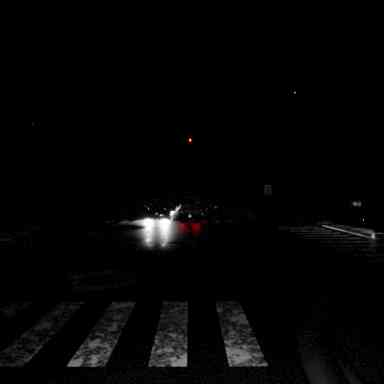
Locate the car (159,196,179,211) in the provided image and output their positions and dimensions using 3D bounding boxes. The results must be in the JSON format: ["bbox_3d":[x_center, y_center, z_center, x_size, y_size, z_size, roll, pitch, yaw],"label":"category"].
[{"bbox_3d":[-3.066,1.612,41.944,1.994,1.385,4.181,0,0,1],"label":"car"}]

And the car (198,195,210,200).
[{"bbox_3d":[2.449,1.634,52.620,1.947,1.339,4.313,0,0,0],"label":"car"}]

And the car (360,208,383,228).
[{"bbox_3d":[13.058,1.456,20.587,4.892,1.490,1.837,0,0,0],"label":"car"}]

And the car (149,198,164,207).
[{"bbox_3d":[-5.576,1.650,52.643,1.802,1.307,4.206,0,0,0],"label":"car"}]

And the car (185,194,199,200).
[{"bbox_3d":[-0.051,1.585,63.859,2.128,1.511,4.902,0,0,0],"label":"car"}]

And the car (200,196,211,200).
[{"bbox_3d":[2.433,1.639,47.109,1.802,1.307,4.206,0,0,0],"label":"car"}]

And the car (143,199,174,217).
[{"bbox_3d":[-3.119,1.633,31.989,1.895,1.301,4.718,0,0,1],"label":"car"}]

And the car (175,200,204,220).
[{"bbox_3d":[-0.132,1.627,28.727,1.895,1.301,4.718,0,0,1],"label":"car"}]

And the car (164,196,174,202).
[{"bbox_3d":[-5.493,1.690,80.197,2.008,1.369,4.403,0,0,0],"label":"car"}]

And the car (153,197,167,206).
[{"bbox_3d":[-5.559,1.631,58.154,2.008,1.369,4.403,0,0,0],"label":"car"}]

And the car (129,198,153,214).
[{"bbox_3d":[-5.625,1.478,36.112,1.967,1.590,4.097,0,0,0],"label":"car"}]

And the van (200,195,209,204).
[{"bbox_3d":[2.498,1.449,69.152,1.690,1.788,3.998,0,0,0],"label":"van"}]

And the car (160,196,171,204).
[{"bbox_3d":[-5.526,1.548,69.176,1.967,1.590,4.097,0,0,0],"label":"car"}]

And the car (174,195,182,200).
[{"bbox_3d":[-3.036,1.630,51.929,1.994,1.385,4.181,0,0,0],"label":"car"}]

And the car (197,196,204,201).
[{"bbox_3d":[2.152,1.693,90.056,1.812,1.442,4.674,0,0,0],"label":"car"}]

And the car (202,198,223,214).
[{"bbox_3d":[2.399,1.604,36.087,1.947,1.339,4.313,0,0,0],"label":"car"}]

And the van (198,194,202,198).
[{"bbox_3d":[2.466,1.421,58.130,1.690,1.788,3.998,0,0,0],"label":"van"}]

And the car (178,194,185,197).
[{"bbox_3d":[-2.962,1.581,62.009,2.128,1.511,4.902,0,0,1],"label":"car"}]
